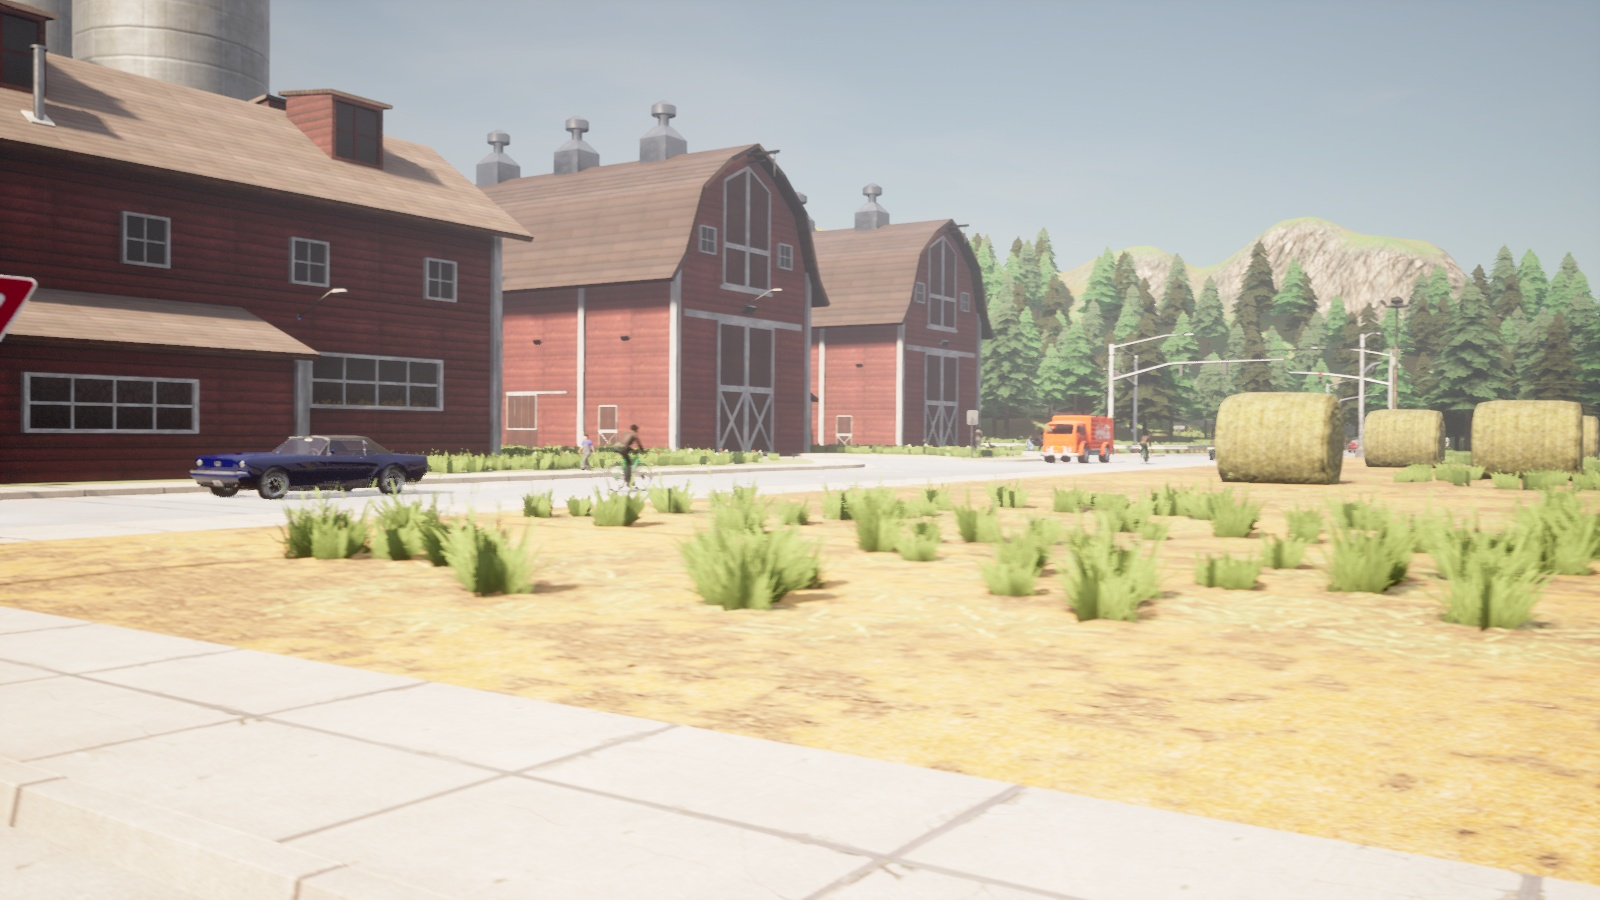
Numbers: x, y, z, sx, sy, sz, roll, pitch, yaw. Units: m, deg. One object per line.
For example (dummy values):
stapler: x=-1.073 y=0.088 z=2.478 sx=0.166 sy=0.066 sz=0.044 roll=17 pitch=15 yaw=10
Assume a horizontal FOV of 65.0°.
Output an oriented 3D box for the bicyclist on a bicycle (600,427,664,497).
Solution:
bicyclist on a bicycle: x=-4.026 y=0.274 z=30.155 sx=0.582 sy=1.620 sz=1.656 roll=0 pitch=1 yaw=33

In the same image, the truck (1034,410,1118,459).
truck: x=14.392 y=-0.814 z=65.278 sx=2.627 sy=2.467 sz=5.204 roll=0 pitch=1 yaw=33

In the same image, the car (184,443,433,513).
car: x=-10.349 y=0.523 z=26.793 sx=1.895 sy=1.301 sz=4.718 roll=0 pitch=1 yaw=33

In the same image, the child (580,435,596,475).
child: x=-6.752 y=0.149 z=39.982 sx=0.270 sy=1.263 sz=0.437 roll=0 pitch=1 yaw=27
